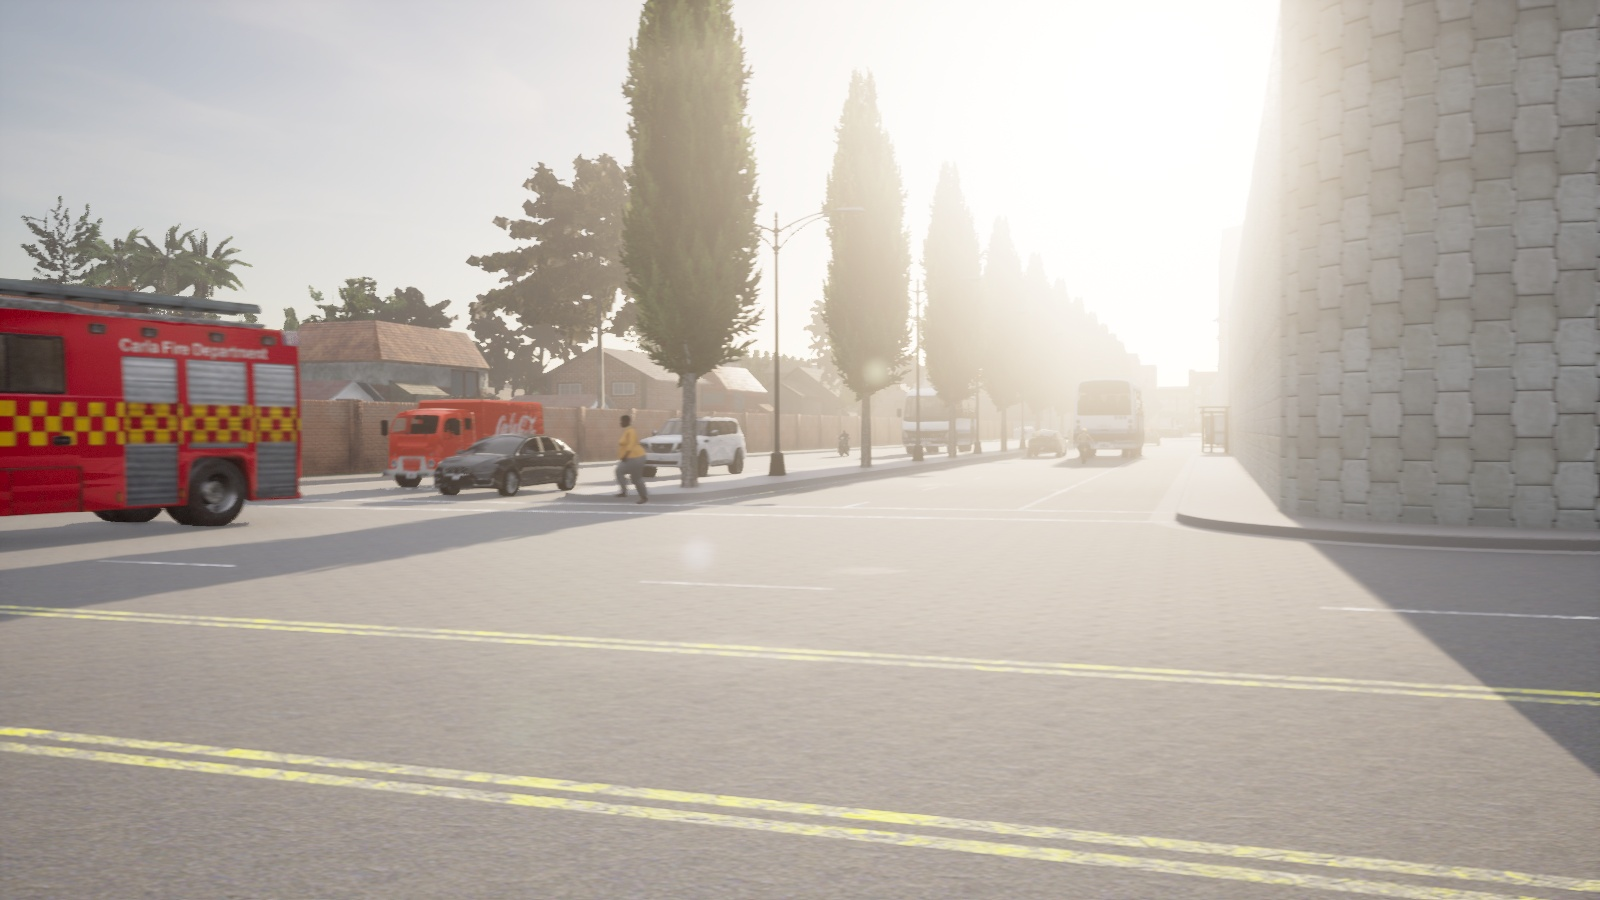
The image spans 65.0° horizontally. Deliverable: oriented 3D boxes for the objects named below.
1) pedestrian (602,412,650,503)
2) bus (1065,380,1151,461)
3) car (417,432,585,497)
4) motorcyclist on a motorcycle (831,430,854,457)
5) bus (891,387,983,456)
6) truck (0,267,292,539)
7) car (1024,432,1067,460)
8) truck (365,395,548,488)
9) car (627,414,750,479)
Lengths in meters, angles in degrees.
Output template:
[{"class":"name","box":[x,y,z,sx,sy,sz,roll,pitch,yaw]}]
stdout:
[{"class":"pedestrian","box":[-3.597,0.143,25.928,0.900,1.855,0.874,0,1,-14]},{"class":"bus","box":[17.595,-1.623,71.123,3.944,4.253,10.273,1,1,18]},{"class":"car","box":[-7.392,0.297,31.622,1.837,1.490,4.892,1,1,18]},{"class":"motorcyclist on a motorcycle","box":[2.500,-0.384,73.253,0.866,1.590,1.817,1,1,18]},{"class":"bus","box":[9.163,-1.834,82.361,3.944,4.253,10.273,1,1,18]},{"class":"truck","box":[-12.213,-0.689,19.052,2.891,3.827,8.468,1,1,28]},{"class":"car","box":[14.026,-0.261,71.508,1.837,1.490,4.892,1,1,18]},{"class":"truck","box":[-9.670,-0.272,35.913,2.627,2.467,5.204,1,1,18]},{"class":"car","box":[-3.702,-0.156,42.932,2.150,2.045,5.566,1,1,18]}]
